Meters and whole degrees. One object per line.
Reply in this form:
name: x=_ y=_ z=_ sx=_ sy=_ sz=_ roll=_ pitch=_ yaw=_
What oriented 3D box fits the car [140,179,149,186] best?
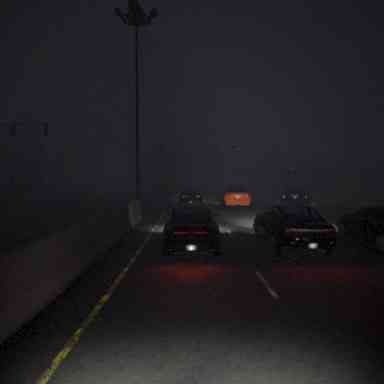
car: x=-10.898 y=-2.191 z=76.134 sx=2.033 sy=1.411 sz=5.357 roll=0 pitch=3 yaw=0

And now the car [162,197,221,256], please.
car: x=-0.008 y=1.221 z=12.041 sx=1.837 sy=1.490 sz=4.892 roll=0 pitch=3 yaw=0

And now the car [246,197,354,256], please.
car: x=3.491 y=1.209 z=11.981 sx=2.128 sy=1.511 sz=4.902 roll=0 pitch=3 yaw=0

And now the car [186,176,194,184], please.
car: x=-0.456 y=-2.782 z=86.848 sx=2.033 sy=1.411 sz=5.357 roll=0 pitch=3 yaw=0

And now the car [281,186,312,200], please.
car: x=8.335 y=0.299 z=26.470 sx=2.097 sy=1.767 sz=4.553 roll=1 pitch=3 yaw=21

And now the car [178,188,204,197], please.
car: x=-0.085 y=0.419 z=26.864 sx=2.128 sy=1.511 sz=4.902 roll=0 pitch=3 yaw=0

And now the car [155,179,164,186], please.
car: x=-7.398 y=-2.254 z=76.149 sx=1.882 sy=1.535 sz=5.008 roll=0 pitch=3 yaw=0

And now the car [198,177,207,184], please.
car: x=3.044 y=-2.825 z=86.864 sx=1.837 sy=1.490 sz=4.892 roll=0 pitch=3 yaw=0

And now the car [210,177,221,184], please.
car: x=6.537 y=-3.025 z=88.094 sx=2.097 sy=1.767 sz=4.553 roll=0 pitch=3 yaw=0

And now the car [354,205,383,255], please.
car: x=6.992 y=1.220 z=12.048 sx=1.837 sy=1.490 sz=4.892 roll=0 pitch=3 yaw=0

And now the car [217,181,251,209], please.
car: x=3.415 y=0.283 z=26.773 sx=2.097 sy=1.767 sz=4.553 roll=0 pitch=3 yaw=0
